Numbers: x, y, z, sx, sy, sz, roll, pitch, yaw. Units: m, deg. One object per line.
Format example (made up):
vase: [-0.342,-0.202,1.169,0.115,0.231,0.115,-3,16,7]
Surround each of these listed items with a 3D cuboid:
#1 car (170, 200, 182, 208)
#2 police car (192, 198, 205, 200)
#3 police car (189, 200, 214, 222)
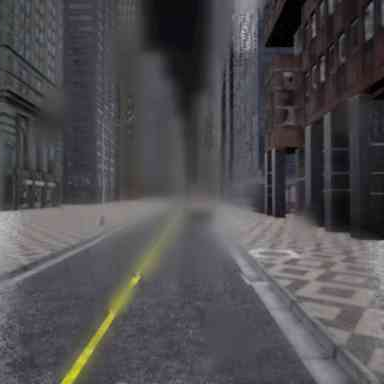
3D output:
car: [-3.011,2.320,64.591,1.837,1.490,4.892,0,-1,1]
police car: [0.907,1.899,39.632,1.930,1.638,5.238,0,-1,0]
police car: [0.905,1.768,29.631,1.930,1.638,5.238,0,-1,0]
